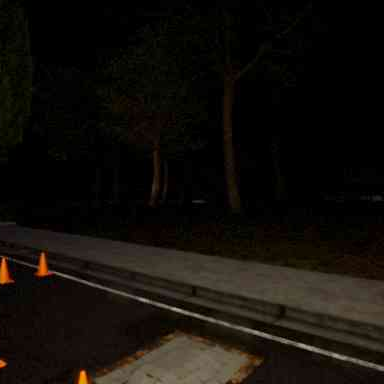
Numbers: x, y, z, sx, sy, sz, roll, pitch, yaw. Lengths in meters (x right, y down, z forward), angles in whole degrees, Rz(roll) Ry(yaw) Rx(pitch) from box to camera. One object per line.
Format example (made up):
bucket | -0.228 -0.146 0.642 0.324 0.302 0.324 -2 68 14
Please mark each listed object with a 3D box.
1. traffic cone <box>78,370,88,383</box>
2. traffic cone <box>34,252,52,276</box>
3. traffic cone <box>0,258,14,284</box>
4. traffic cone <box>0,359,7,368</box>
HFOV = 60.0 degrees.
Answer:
traffic cone | -1.013 1.954 3.080 0.340 0.580 0.340 0 0 36
traffic cone | -4.056 1.936 9.056 0.340 0.580 0.340 0 0 37
traffic cone | -4.650 1.935 8.254 0.340 0.580 0.340 0 0 36
traffic cone | -2.621 1.946 4.268 0.340 0.580 0.340 0 0 36
